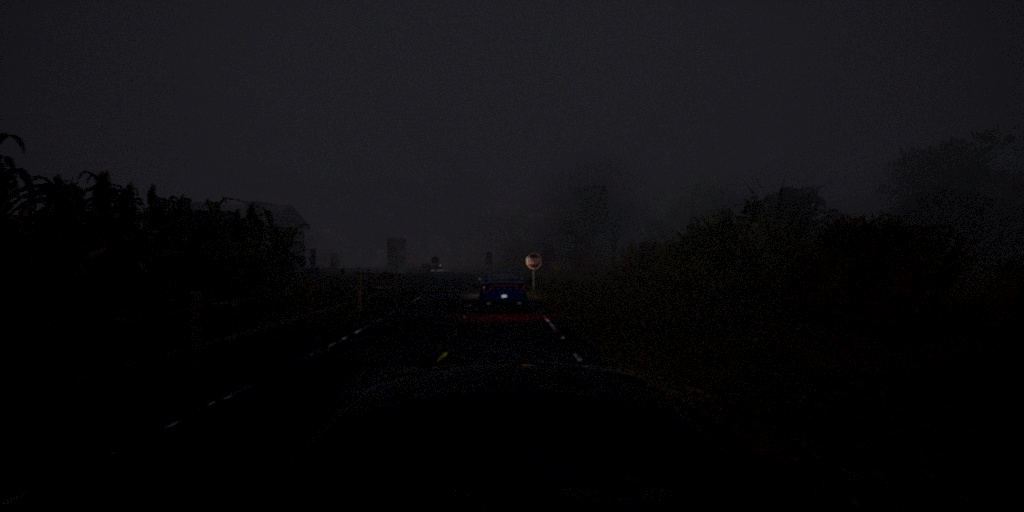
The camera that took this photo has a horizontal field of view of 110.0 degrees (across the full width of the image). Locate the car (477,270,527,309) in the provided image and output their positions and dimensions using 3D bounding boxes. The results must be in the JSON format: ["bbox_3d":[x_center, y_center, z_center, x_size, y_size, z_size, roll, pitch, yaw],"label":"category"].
[{"bbox_3d":[-0.488,1.373,15.830,1.882,1.535,5.008,0,-1,-5],"label":"car"}]

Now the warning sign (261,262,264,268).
[{"bbox_3d":[-22.874,1.187,32.378,1.060,1.860,1.300,0,0,-3],"label":"warning sign"}]
